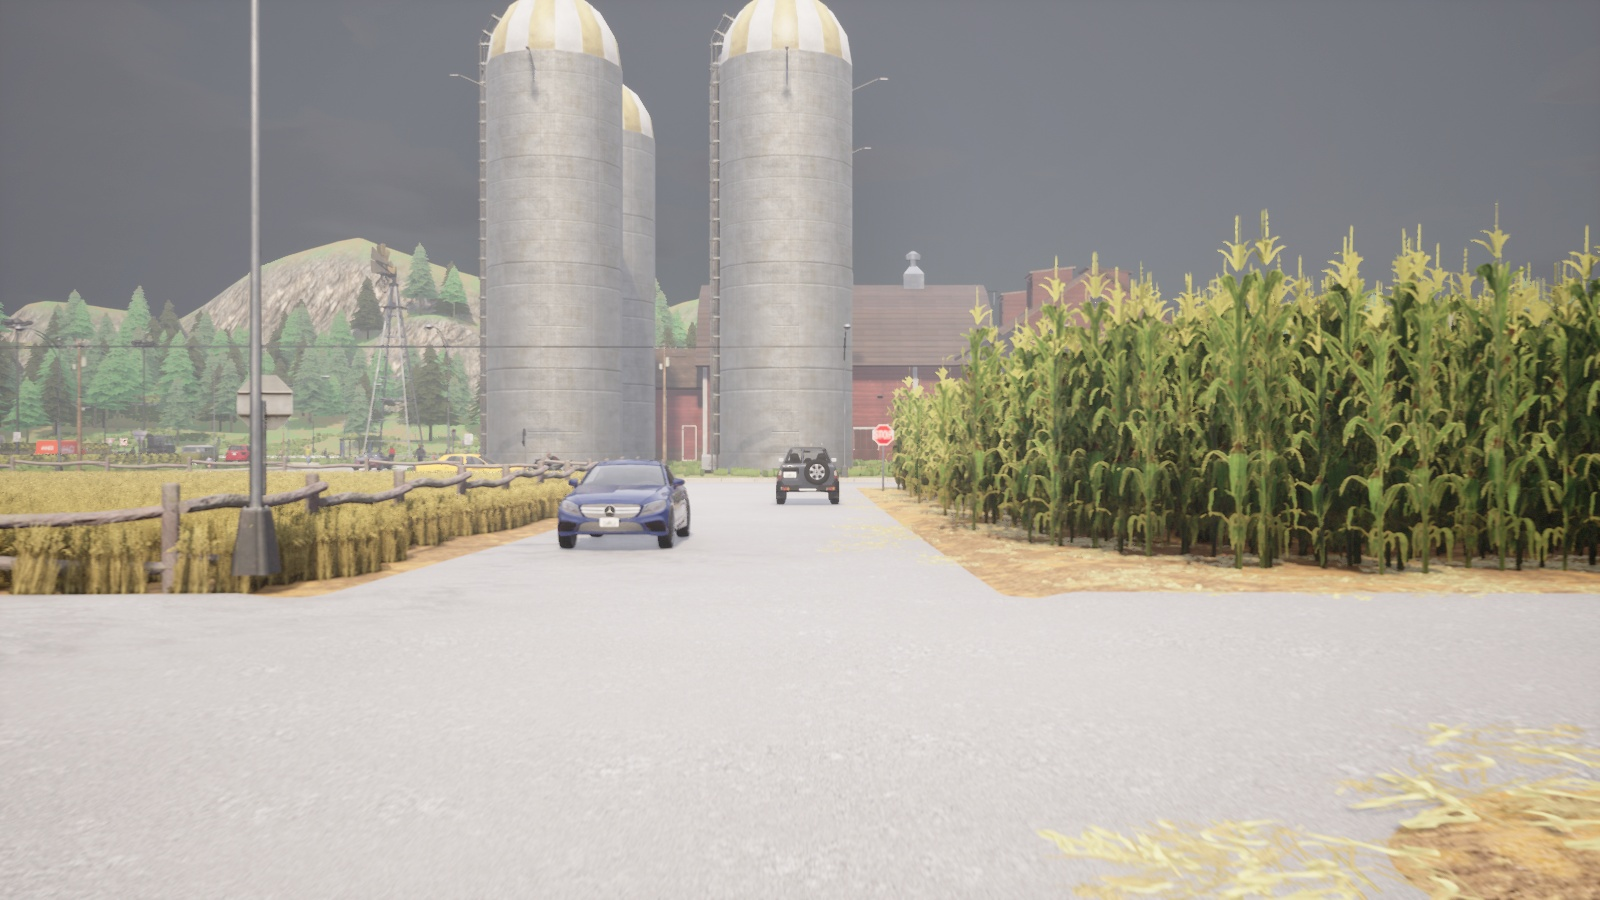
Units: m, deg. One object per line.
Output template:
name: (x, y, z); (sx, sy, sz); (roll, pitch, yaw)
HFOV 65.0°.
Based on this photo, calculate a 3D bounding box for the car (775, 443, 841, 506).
car: (0.235, 0.714, 38.927); (1.932, 1.855, 4.605); (0, 0, 0)

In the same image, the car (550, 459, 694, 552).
car: (-2.962, 0.880, 21.839); (1.812, 1.442, 4.674); (0, 0, 0)

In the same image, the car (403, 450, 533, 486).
car: (-14.930, 0.792, 56.607); (5.366, 1.575, 1.801); (0, 0, 0)
